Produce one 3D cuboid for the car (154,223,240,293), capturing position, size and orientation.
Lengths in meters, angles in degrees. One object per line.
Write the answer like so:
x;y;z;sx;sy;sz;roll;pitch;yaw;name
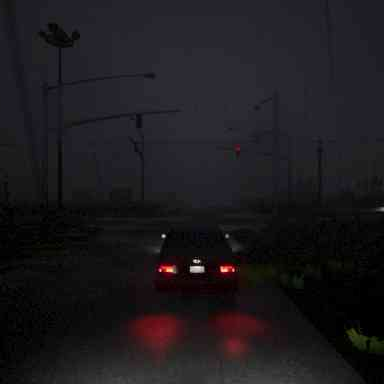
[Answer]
0.094;1.544;8.956;2.033;1.411;5.357;0;0;0;car
